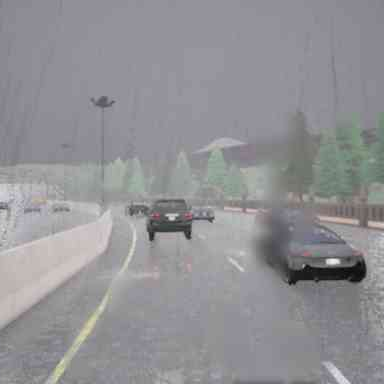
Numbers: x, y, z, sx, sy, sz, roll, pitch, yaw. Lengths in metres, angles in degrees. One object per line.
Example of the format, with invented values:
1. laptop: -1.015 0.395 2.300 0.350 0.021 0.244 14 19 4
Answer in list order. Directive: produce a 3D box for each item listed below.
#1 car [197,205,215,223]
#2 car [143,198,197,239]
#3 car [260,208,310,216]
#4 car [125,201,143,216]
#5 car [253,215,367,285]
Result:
1. car: 0.317 1.737 27.306 2.033 1.411 5.357 0 0 -14
2. car: -1.386 1.361 18.355 2.150 2.045 5.566 0 0 -9
3. car: 5.500 1.646 19.613 2.033 1.411 5.357 0 0 -10
4. car: -6.147 1.803 36.253 1.837 1.490 4.892 0 -1 -20
5. car: 3.158 1.611 9.762 1.994 1.385 4.181 0 0 -4
